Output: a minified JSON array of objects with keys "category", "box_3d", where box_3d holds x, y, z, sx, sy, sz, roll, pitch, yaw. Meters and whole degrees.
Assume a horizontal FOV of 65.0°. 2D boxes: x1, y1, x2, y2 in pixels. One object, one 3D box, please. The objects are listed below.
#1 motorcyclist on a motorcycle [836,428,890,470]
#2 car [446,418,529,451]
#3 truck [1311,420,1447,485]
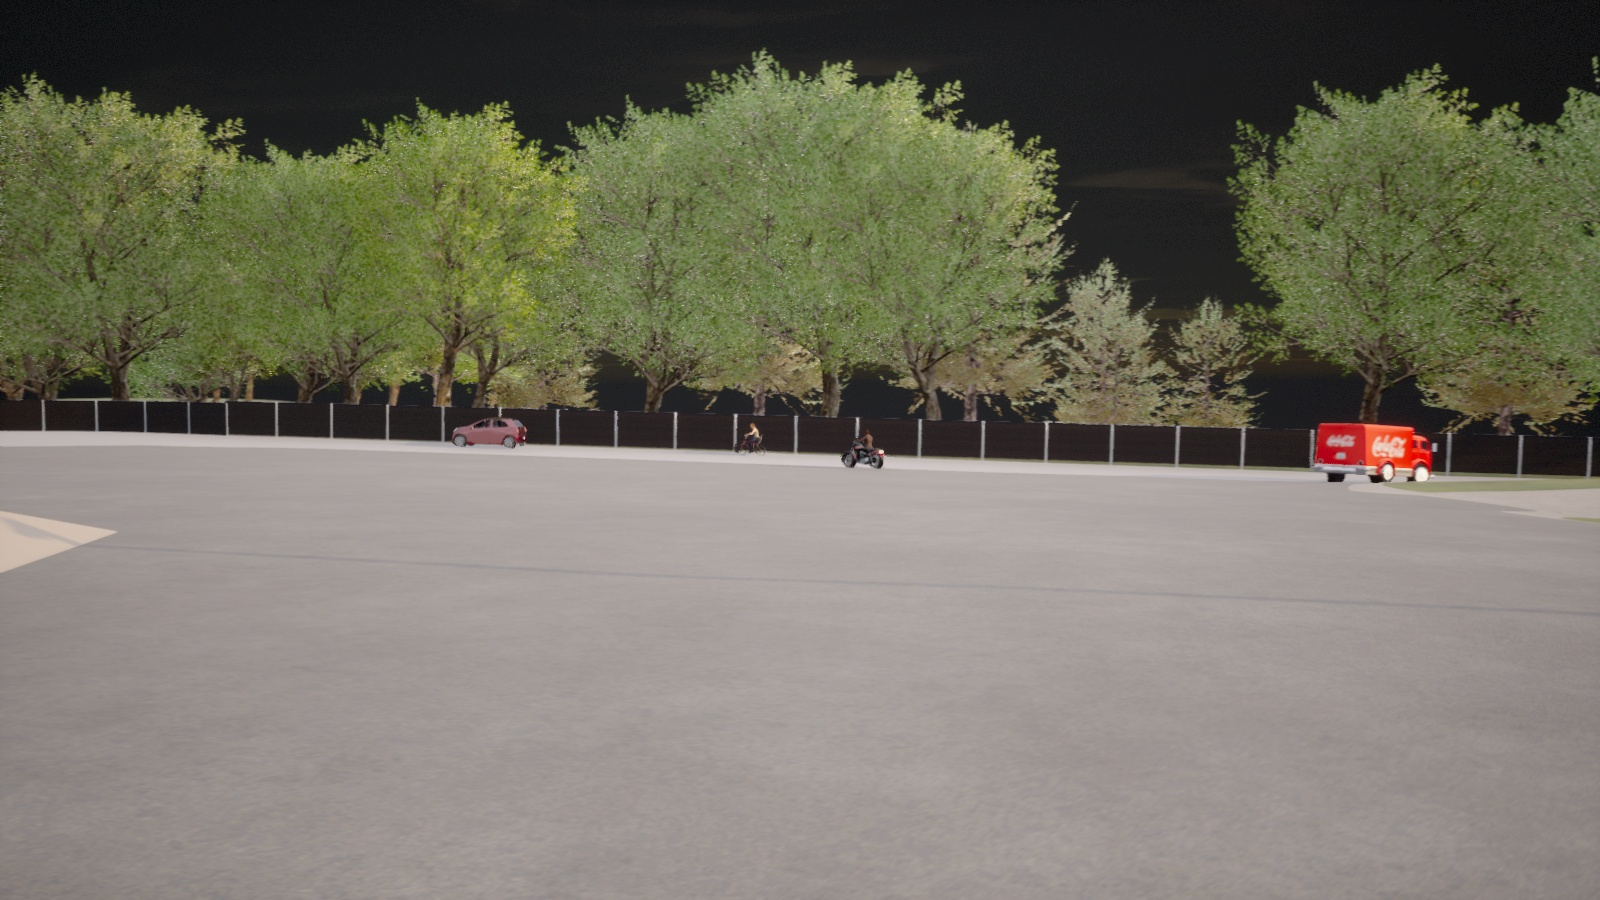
[{"category":"motorcyclist on a motorcycle","box_3d":[2.545,-0.042,51.060,0.766,1.649,2.350,1,0,-40]},{"category":"car","box_3d":[-15.575,-0.787,62.707,3.633,1.501,1.845,1,3,5]},{"category":"truck","box_3d":[24.114,0.123,52.284,5.204,2.467,2.627,2,0,-32]}]
